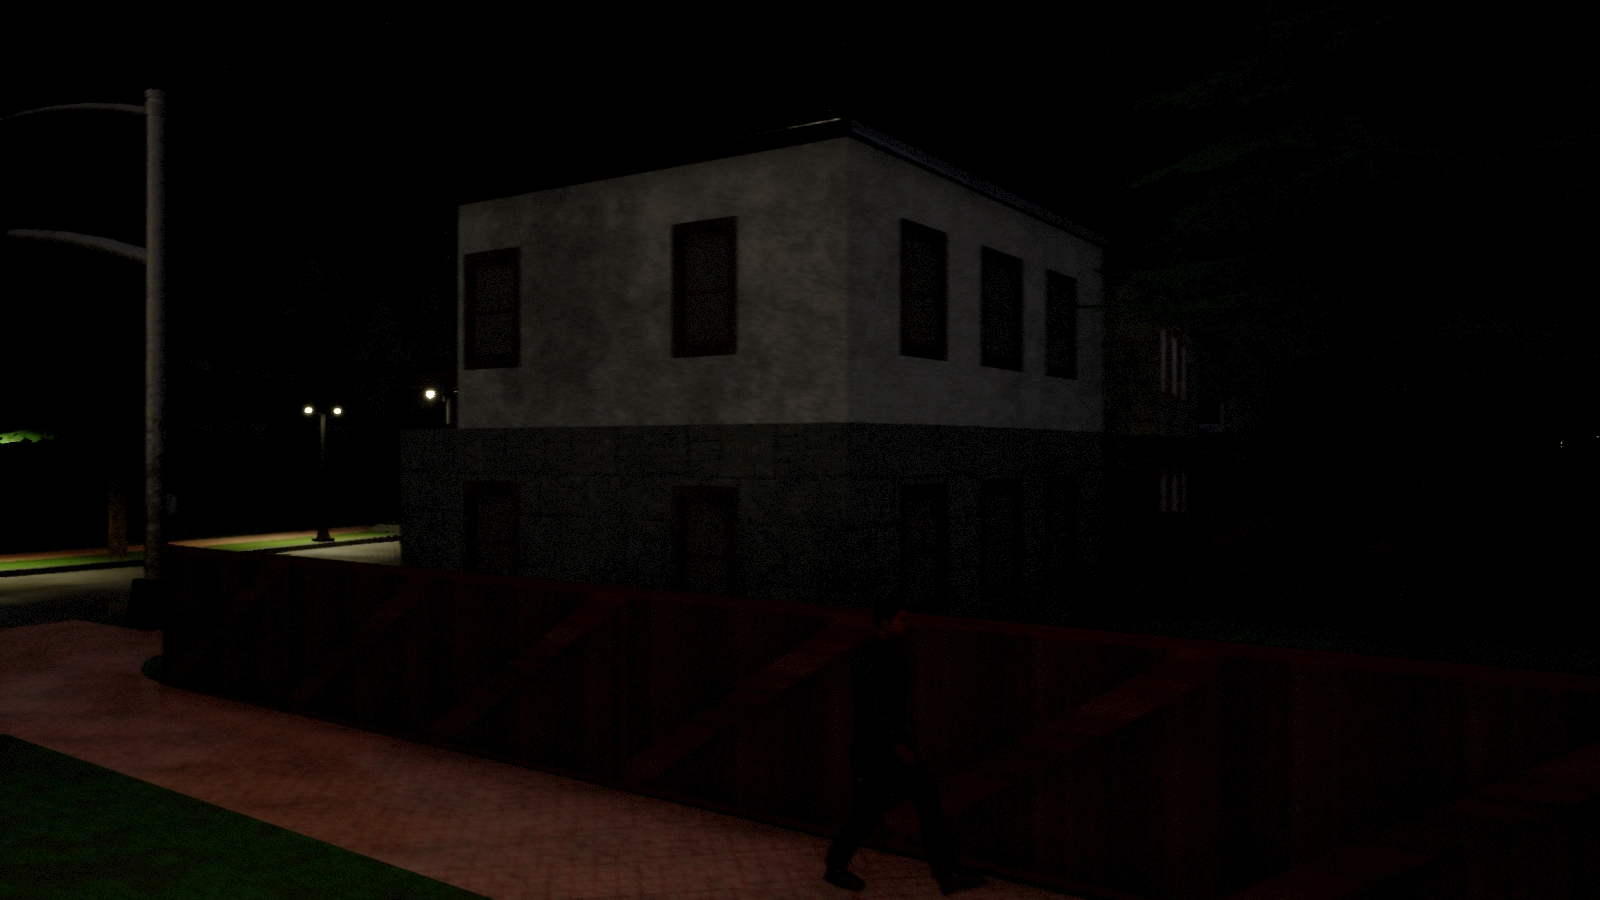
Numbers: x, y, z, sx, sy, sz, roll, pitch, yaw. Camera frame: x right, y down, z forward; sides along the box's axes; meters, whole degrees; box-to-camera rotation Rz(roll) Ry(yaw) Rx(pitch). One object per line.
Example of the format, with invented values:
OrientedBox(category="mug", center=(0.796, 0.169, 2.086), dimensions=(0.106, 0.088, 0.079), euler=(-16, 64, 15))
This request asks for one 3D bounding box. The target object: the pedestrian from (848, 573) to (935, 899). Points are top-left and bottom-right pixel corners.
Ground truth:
OrientedBox(category="pedestrian", center=(0.537, 1.677, 6.700), dimensions=(0.375, 1.860, 0.375), euler=(0, 0, 33))
